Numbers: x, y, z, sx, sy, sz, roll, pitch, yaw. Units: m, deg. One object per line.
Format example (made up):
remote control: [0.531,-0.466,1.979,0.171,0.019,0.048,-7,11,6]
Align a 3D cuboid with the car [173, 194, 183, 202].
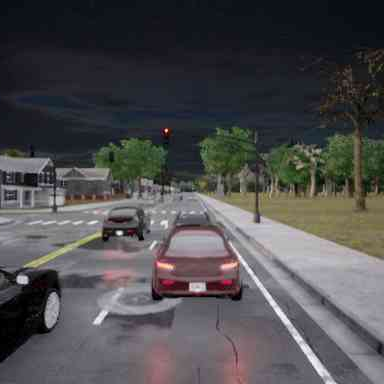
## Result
car: [-3.247,1.351,73.534,2.033,1.411,5.357,0,0,0]

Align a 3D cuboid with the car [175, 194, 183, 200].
car: [-3.246,1.164,83.954,1.812,1.442,4.674,0,0,0]

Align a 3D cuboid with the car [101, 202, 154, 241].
car: [-3.125,1.471,16.400,1.837,1.490,4.892,0,0,-2]

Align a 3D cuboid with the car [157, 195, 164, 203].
car: [-6.534,1.335,64.604,2.128,1.511,4.902,0,0,0]

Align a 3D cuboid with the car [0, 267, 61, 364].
car: [-3.150,1.470,3.705,1.882,1.535,5.008,0,-1,0]

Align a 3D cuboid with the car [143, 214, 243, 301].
car: [0.102,1.509,8.177,1.812,1.442,4.674,0,0,0]

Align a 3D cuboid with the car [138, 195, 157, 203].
car: [-6.588,1.491,48.243,1.895,1.301,4.718,0,0,0]

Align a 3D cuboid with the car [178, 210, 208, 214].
car: [0.045,1.566,17.344,1.895,1.301,4.718,0,0,1]

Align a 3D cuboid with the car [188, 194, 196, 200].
car: [0.004,1.165,83.954,2.128,1.511,4.902,0,0,0]

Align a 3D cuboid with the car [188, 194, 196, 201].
car: [0.003,1.406,73.980,1.895,1.301,4.718,0,0,0]
